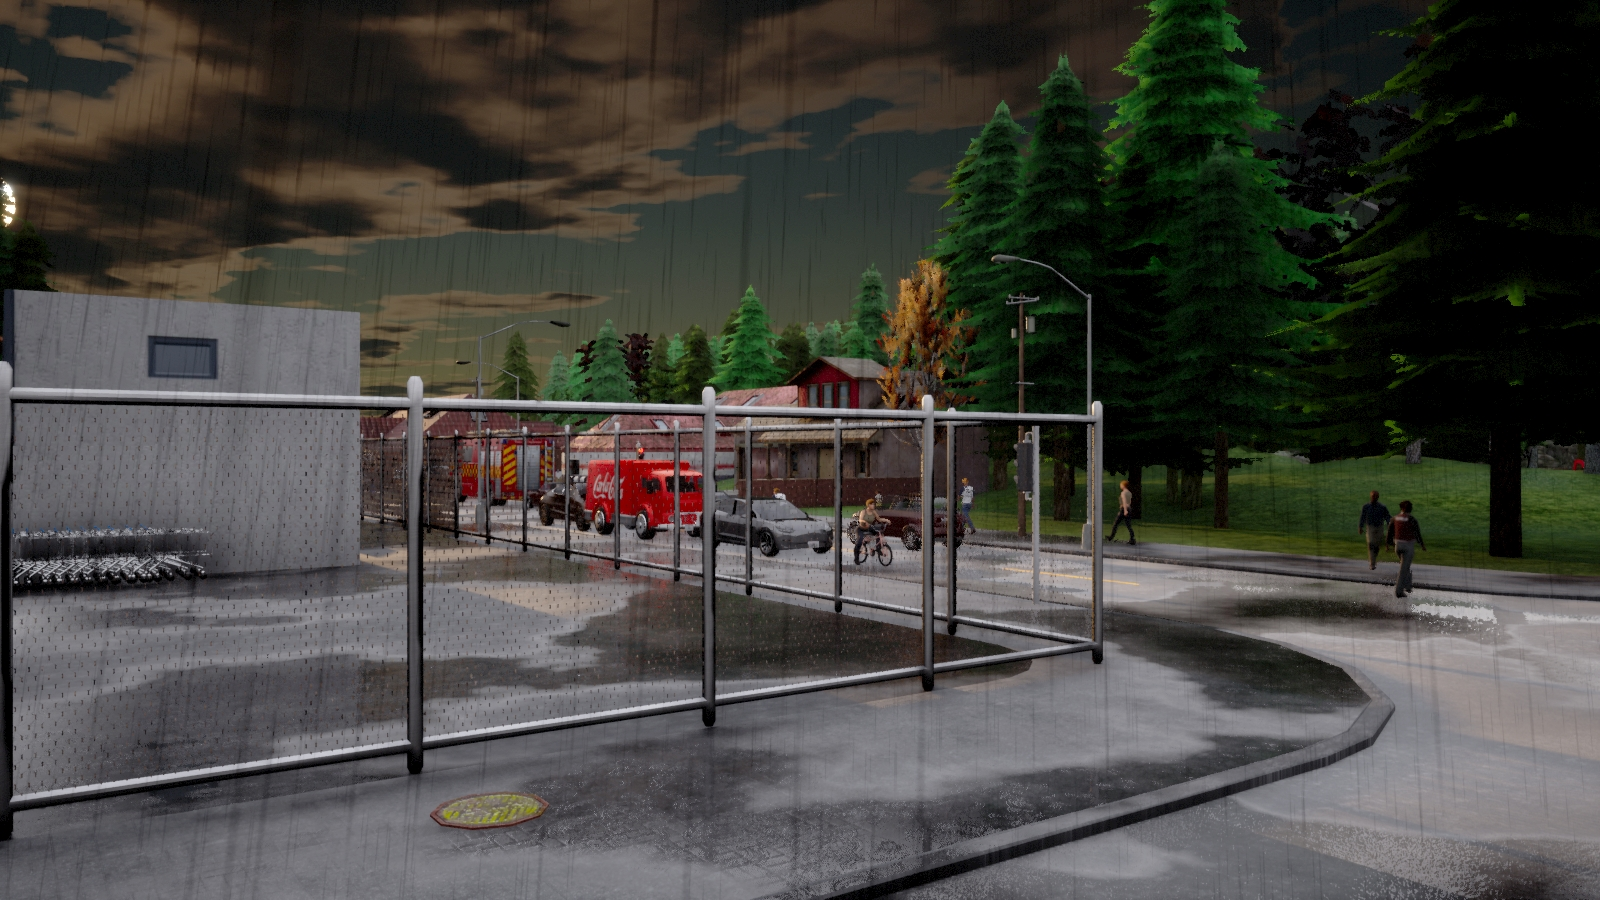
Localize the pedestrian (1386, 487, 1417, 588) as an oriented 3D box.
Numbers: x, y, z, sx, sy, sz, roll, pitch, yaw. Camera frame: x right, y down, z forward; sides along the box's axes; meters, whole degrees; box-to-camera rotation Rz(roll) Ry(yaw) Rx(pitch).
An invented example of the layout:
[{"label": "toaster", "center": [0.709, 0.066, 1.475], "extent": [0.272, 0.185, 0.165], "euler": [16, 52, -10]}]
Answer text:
[{"label": "pedestrian", "center": [11.275, 1.625, 21.419], "extent": [0.375, 1.860, 0.375], "euler": [0, 0, -30]}]

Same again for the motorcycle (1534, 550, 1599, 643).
[{"label": "motorcycle", "center": [11.116, 1.990, 15.344], "extent": [2.033, 1.145, 0.803], "euler": [0, 0, 25]}]

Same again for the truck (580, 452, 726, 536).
[{"label": "truck", "center": [-4.910, 1.336, 37.383], "extent": [2.627, 2.467, 5.204], "euler": [0, 0, -35]}]

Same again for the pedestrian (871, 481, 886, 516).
[{"label": "pedestrian", "center": [2.915, 1.801, 42.419], "extent": [0.375, 1.300, 0.375], "euler": [0, 0, -31]}]

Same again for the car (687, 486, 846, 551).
[{"label": "car", "center": [-1.029, 1.840, 31.812], "extent": [2.163, 1.488, 4.792], "euler": [0, 0, -35]}]

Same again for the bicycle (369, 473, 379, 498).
[{"label": "bicycle", "center": [-23.506, 1.933, 62.980], "extent": [0.373, 1.296, 1.643], "euler": [-1, 1, -25]}]

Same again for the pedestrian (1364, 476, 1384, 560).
[{"label": "pedestrian", "center": [12.853, 1.520, 25.600], "extent": [0.375, 1.860, 0.375], "euler": [0, 0, 23]}]

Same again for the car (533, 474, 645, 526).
[{"label": "car", "center": [-7.756, 1.772, 41.538], "extent": [2.152, 1.651, 5.027], "euler": [0, 0, -34]}]

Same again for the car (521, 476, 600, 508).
[{"label": "car", "center": [-11.268, 1.931, 53.453], "extent": [1.895, 1.301, 4.718], "euler": [0, 0, -35]}]

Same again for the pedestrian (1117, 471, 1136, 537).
[{"label": "pedestrian", "center": [9.222, 1.522, 32.272], "extent": [0.375, 1.860, 0.375], "euler": [0, 0, -35]}]

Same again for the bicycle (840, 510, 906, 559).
[{"label": "bicycle", "center": [1.773, 2.033, 27.810], "extent": [0.859, 1.080, 1.487], "euler": [0, 0, -35]}]

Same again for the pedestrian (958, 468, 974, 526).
[{"label": "pedestrian", "center": [5.373, 1.520, 36.918], "extent": [0.375, 1.860, 0.375], "euler": [0, 0, -25]}]

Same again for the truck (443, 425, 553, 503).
[{"label": "truck", "center": [-16.070, 0.667, 60.303], "extent": [2.891, 3.827, 8.468], "euler": [0, 0, -35]}]
